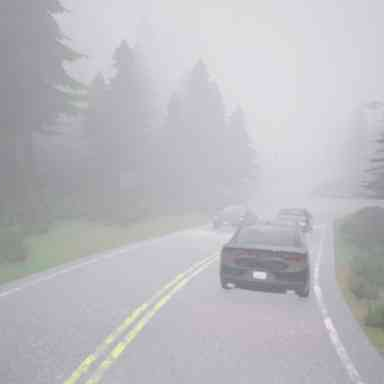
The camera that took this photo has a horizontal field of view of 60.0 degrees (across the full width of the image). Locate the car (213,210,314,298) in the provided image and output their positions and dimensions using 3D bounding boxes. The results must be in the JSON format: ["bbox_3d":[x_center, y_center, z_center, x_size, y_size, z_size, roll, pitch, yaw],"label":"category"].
[{"bbox_3d":[2.061,1.470,8.757,1.882,1.535,5.008,2,0,18],"label":"car"}]

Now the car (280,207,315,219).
[{"bbox_3d":[5.593,1.520,18.209,2.033,1.411,5.357,2,1,23],"label":"car"}]

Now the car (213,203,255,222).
[{"bbox_3d":[2.750,1.412,19.991,1.812,1.442,4.674,2,1,23],"label":"car"}]
